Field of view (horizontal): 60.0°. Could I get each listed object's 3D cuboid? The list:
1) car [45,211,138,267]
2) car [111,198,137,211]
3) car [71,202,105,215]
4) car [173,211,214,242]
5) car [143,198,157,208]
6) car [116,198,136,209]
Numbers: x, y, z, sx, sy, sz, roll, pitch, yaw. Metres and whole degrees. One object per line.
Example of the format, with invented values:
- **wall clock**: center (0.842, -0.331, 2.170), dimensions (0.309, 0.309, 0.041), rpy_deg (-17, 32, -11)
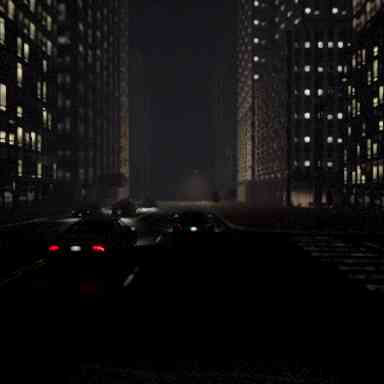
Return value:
- **car**: center (-3.171, 1.594, 11.540), dimensions (2.033, 1.411, 5.357), rpy_deg (0, 0, 0)
- **car**: center (-6.644, 1.628, 32.869), dimensions (2.128, 1.511, 4.902), rpy_deg (0, 0, 0)
- **car**: center (-9.895, 1.680, 32.084), dimensions (2.033, 1.411, 5.357), rpy_deg (0, 0, 0)
- **car**: center (0.073, 1.633, 16.902), dimensions (1.994, 1.385, 4.181), rpy_deg (0, 0, 0)
- **car**: center (-6.635, 1.723, 52.715), dimensions (2.128, 1.511, 4.902), rpy_deg (0, 0, 0)
- **car**: center (-9.895, 1.710, 50.165), dimensions (2.128, 1.511, 4.902), rpy_deg (0, 0, 0)
